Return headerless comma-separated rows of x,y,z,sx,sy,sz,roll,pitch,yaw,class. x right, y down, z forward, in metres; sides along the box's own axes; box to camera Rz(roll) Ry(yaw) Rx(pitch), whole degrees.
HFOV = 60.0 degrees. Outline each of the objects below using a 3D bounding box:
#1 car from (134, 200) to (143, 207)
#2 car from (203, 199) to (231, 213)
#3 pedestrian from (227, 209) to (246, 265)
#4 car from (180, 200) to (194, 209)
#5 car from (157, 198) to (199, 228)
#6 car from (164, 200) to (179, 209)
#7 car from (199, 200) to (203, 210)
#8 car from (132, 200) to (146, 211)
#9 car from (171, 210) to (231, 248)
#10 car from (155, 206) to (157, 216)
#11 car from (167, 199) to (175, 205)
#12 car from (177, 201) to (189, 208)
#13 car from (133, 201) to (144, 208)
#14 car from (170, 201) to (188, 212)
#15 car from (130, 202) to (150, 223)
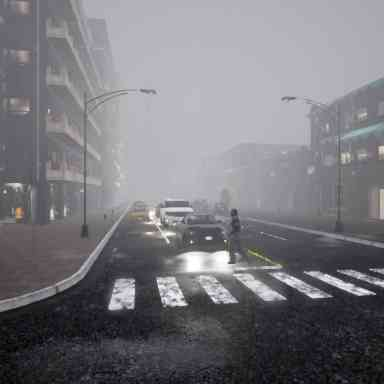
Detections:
-11.026,2.371,68.562,1.887,1.381,4.507,-1,-1,-9,car
2.831,1.875,36.305,1.967,1.590,4.097,-1,-1,-9,car
1.401,1.419,10.724,0.375,1.860,0.375,-1,0,-9,pedestrian
-0.927,2.236,58.870,1.752,1.417,4.829,-1,-1,-9,car
-1.187,1.518,25.072,2.150,2.045,5.566,0,-1,-9,car
-3.709,2.213,59.852,2.128,1.511,4.902,0,-1,-9,car
1.884,2.085,41.899,1.802,1.307,4.206,-1,-1,-9,car
-8.250,2.060,51.760,1.967,1.590,4.097,-1,-1,-9,car
0.368,1.748,15.676,1.994,1.385,4.181,0,-1,-9,car
-2.878,1.899,35.373,1.882,1.535,5.008,0,-1,-9,car
-5.564,2.583,86.873,1.752,1.417,4.829,-1,-1,-9,car
-1.826,2.359,64.302,1.802,1.307,4.206,-1,-1,-9,car
-10.098,2.323,62.961,1.947,1.339,4.313,-1,-1,-9,car
-2.022,2.089,49.695,2.128,1.511,4.902,0,-1,-9,car
-4.579,1.870,29.177,1.752,1.417,4.829,-1,-1,-9,car
